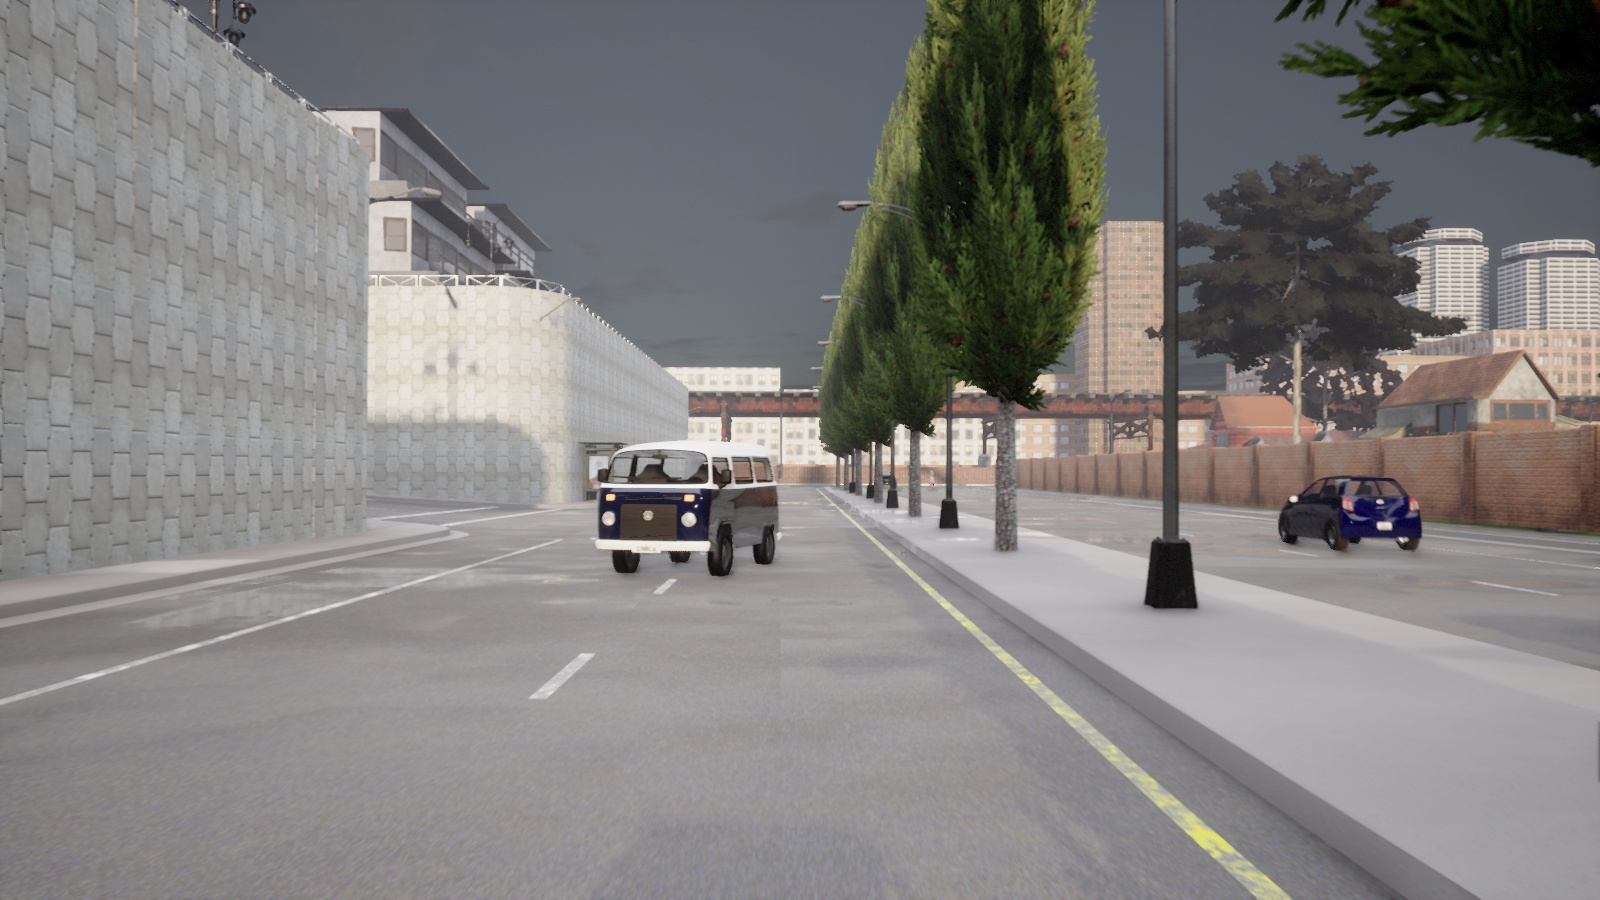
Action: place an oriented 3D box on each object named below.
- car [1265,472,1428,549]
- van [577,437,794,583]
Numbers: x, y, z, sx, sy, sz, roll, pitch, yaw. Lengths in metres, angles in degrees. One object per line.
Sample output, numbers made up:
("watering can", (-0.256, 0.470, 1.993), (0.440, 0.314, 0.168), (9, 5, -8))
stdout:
("car", (11.436, 1.227, 26.544), (1.845, 1.501, 3.633), (0, -1, 0))
("van", (-1.644, 0.878, 19.888), (2.069, 2.038, 4.480), (0, -1, 14))
